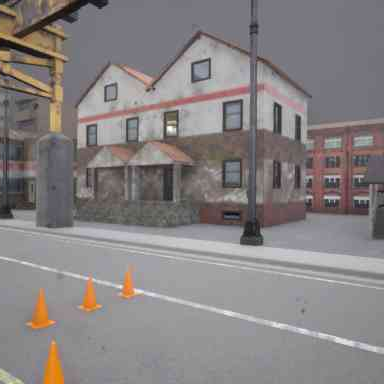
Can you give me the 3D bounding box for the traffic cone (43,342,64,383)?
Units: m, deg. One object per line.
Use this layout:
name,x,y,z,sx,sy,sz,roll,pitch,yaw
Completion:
traffic cone,-1.526,1.952,3.660,0.340,0.580,0.340,0,0,36

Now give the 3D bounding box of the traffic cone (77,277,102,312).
traffic cone,-1.978,1.949,6.452,0.340,0.580,0.340,0,0,36

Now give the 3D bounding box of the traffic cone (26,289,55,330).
traffic cone,-2.563,1.949,5.641,0.340,0.580,0.340,0,0,36

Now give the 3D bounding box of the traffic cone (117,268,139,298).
traffic cone,-1.393,1.949,7.263,0.340,0.580,0.340,0,0,36
